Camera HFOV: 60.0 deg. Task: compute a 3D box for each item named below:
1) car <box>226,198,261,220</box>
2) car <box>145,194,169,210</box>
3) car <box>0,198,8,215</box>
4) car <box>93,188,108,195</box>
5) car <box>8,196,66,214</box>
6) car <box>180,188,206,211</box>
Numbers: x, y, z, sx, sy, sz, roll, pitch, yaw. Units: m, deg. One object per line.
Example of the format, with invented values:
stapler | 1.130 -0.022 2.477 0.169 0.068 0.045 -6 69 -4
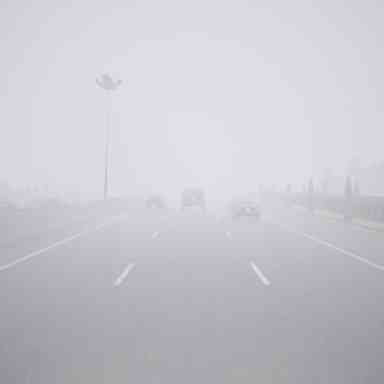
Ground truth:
car | 3.592 1.131 23.819 2.033 1.411 5.357 0 1 0
car | -3.399 0.931 32.215 1.837 1.490 4.892 0 1 0
car | -14.094 1.145 23.946 1.994 1.385 4.181 0 1 0
car | -17.494 0.015 63.855 2.097 1.767 4.553 0 -1 0
car | -10.595 1.065 23.632 1.882 1.535 5.008 0 1 0
car | 0.101 0.662 31.475 2.150 2.045 5.566 0 1 0
